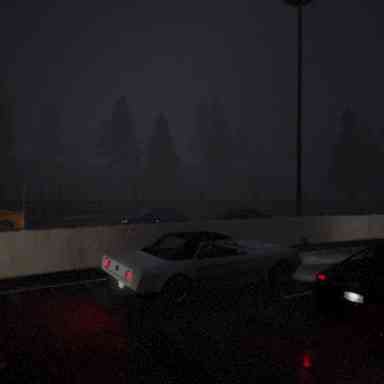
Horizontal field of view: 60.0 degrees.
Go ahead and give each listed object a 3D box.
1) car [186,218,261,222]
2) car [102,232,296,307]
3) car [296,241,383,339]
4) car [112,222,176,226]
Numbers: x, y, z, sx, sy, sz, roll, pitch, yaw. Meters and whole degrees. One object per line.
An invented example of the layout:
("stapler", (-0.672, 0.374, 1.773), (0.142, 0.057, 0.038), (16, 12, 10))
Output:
("car", (1.965, 1.535, 17.156), (5.008, 1.535, 1.882), (0, 0, -28))
("car", (0.416, 1.623, 8.001), (4.718, 1.301, 1.895), (0, 0, -32))
("car", (4.218, 1.608, 6.158), (4.181, 1.385, 1.994), (0, 0, -31))
("car", (-2.146, 1.559, 18.838), (4.674, 1.442, 1.812), (0, 0, -30))
